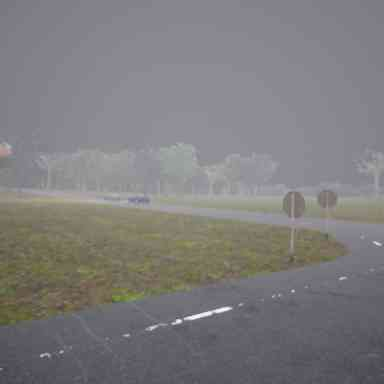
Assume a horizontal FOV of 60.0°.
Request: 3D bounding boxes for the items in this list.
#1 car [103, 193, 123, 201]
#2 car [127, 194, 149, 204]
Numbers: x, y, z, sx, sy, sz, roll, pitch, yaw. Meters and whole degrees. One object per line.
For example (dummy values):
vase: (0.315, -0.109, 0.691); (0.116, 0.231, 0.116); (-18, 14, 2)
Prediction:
car: (-14.667, 0.938, 61.601); (2.033, 1.411, 5.357); (2, 0, -35)
car: (-8.623, 1.068, 53.116); (1.882, 1.535, 5.008); (2, 0, -35)
